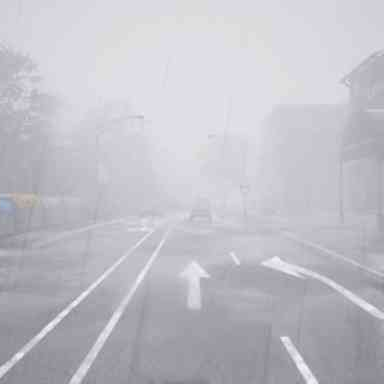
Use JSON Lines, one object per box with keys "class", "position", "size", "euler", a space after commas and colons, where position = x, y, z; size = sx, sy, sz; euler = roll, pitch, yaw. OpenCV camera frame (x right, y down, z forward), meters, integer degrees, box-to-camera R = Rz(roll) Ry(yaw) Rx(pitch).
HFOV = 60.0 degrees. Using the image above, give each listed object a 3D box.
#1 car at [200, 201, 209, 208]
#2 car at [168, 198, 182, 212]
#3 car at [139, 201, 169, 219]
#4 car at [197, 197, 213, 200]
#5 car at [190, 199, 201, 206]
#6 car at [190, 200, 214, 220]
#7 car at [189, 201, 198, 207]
{"class": "car", "position": [3.082, 3.045, 81.812], "size": [1.812, 1.442, 4.674], "euler": [0, -2, 5]}
{"class": "car", "position": [-2.729, 1.939, 51.275], "size": [2.150, 2.045, 5.566], "euler": [0, -2, 3]}
{"class": "car", "position": [-3.590, 1.745, 31.006], "size": [1.994, 1.385, 4.181], "euler": [0, -1, 3]}
{"class": "car", "position": [1.551, 1.852, 48.036], "size": [2.150, 2.045, 5.566], "euler": [0, -2, 3]}
{"class": "car", "position": [1.097, 3.026, 95.387], "size": [2.097, 1.535, 5.008], "euler": [1, 2, 11]}
{"class": "car", "position": [0.814, 1.690, 29.537], "size": [2.033, 1.411, 5.357], "euler": [0, -1, 3]}
{"class": "car", "position": [0.360, 3.200, 89.289], "size": [2.002, 1.452, 4.674], "euler": [-2, 1, 6]}
